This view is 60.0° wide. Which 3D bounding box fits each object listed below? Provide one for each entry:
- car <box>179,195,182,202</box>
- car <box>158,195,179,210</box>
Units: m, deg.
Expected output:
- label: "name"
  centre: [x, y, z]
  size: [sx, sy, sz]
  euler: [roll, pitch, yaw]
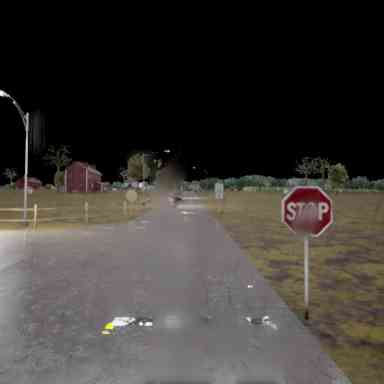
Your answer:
- label: "car"
  centre: [-2.817, 1.155, 61.165]
  size: [1.895, 1.301, 4.718]
  euler: [0, 1, 0]
- label: "car"
  centre: [-2.771, 1.380, 38.978]
  size: [1.812, 1.442, 4.674]
  euler: [0, 2, 0]
